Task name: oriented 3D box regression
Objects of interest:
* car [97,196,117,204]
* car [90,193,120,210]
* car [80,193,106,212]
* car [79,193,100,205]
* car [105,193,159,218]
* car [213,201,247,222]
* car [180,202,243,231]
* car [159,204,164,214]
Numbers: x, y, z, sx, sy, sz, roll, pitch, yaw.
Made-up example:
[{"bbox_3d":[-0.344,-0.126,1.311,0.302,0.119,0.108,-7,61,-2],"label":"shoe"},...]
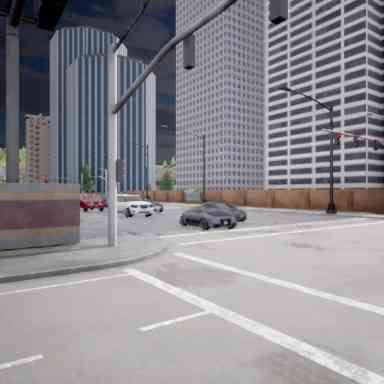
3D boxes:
[{"bbox_3d":[-16.532,1.547,64.234,2.033,1.411,5.357,0,0,-34],"label":"car"},{"bbox_3d":[-11.999,1.221,45.350,2.150,2.045,5.566,0,0,-35],"label":"car"},{"bbox_3d":[-12.392,1.221,39.816,2.150,2.045,5.566,0,0,-35],"label":"car"},{"bbox_3d":[-19.124,1.222,61.853,2.150,2.045,5.566,0,0,-35],"label":"car"},{"bbox_3d":[-5.563,1.224,30.110,2.150,2.045,5.566,0,0,-35],"label":"car"},{"bbox_3d":[2.112,1.504,25.313,1.837,1.490,4.892,0,0,-34],"label":"car"},{"bbox_3d":[0.913,1.563,20.548,1.994,1.385,4.181,0,0,-30],"label":"car"},{"bbox_3d":[-4.774,1.493,35.071,2.128,1.511,4.902,0,0,-35],"label":"car"}]
